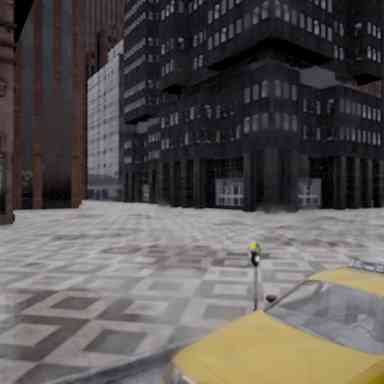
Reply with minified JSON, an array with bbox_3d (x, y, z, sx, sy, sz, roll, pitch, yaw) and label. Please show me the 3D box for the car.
[{"bbox_3d":[1.943,1.535,3.877,4.829,1.417,1.752,0,0,-35],"label":"car"}]
